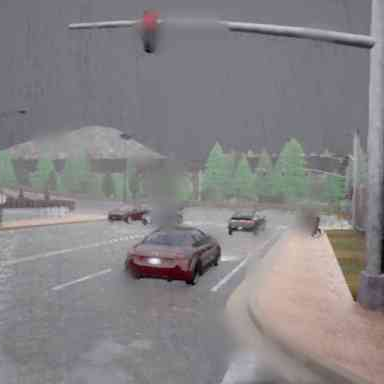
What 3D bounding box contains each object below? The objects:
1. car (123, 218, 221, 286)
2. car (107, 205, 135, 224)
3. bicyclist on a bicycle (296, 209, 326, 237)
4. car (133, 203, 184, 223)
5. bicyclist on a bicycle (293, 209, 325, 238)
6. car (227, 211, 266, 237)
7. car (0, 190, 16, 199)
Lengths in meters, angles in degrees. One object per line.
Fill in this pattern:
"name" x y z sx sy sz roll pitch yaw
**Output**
"car" -0.395 1.745 10.211 1.994 1.385 4.181 1 -1 16
"car" -5.244 1.821 28.309 1.882 1.535 5.008 1 -1 20
"bicyclist on a bicycle" 7.295 1.866 20.377 1.656 1.620 0.582 1 -1 14
"car" -2.247 1.884 26.326 2.128 1.511 4.902 1 -1 20
"bicyclist on a bicycle" 6.634 1.829 19.230 1.656 1.620 0.582 1 -1 38
"car" 3.665 1.975 21.718 2.128 1.511 4.902 1 -1 20
"car" -32.289 0.695 55.925 5.566 2.045 2.150 5 0 19
